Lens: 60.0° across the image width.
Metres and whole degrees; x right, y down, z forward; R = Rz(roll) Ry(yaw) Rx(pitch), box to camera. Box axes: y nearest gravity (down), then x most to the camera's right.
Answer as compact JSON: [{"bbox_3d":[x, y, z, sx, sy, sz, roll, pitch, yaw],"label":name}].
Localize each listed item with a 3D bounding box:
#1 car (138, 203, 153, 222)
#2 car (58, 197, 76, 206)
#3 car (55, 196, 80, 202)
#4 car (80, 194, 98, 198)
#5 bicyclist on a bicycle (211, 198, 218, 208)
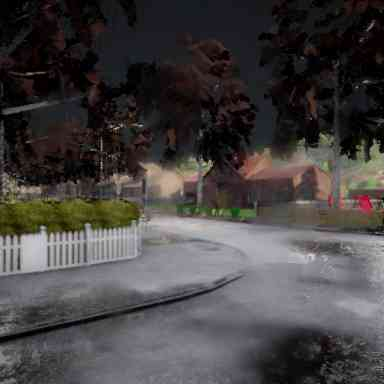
[{"bbox_3d":[-4.868,1.570,26.579,1.812,1.442,4.674,0,0,-36],"label":"car"},{"bbox_3d":[-21.347,1.586,56.701,1.812,1.442,4.674,0,0,-36],"label":"car"},{"bbox_3d":[-16.390,1.536,42.754,2.128,1.511,4.902,0,0,-35],"label":"car"},{"bbox_3d":[-15.211,1.281,48.184,2.150,2.045,5.566,0,0,-35],"label":"car"},{"bbox_3d":[2.032,1.425,31.371,1.656,1.620,0.582,0,0,-36],"label":"bicyclist on a bicycle"}]
